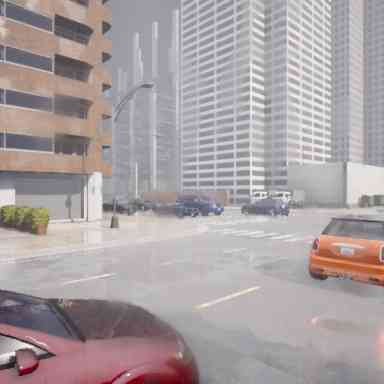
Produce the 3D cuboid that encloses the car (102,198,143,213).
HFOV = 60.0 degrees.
[{"bbox_3d":[-8.178,1.603,37.372,2.033,1.411,5.357,0,0,-44],"label":"car"}]

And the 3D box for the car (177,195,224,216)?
[{"bbox_3d":[0.644,1.278,33.280,2.150,2.045,5.566,0,0,-44],"label":"car"}]

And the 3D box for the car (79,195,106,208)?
[{"bbox_3d":[-14.786,1.407,49.307,2.097,1.767,4.553,0,0,-44],"label":"car"}]

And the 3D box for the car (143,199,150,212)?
[{"bbox_3d":[-6.074,1.560,40.233,1.837,1.490,4.892,0,0,-44],"label":"car"}]

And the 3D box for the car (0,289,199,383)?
[{"bbox_3d":[-1.983,1.564,2.790,4.181,1.385,1.994,0,0,-35],"label":"car"}]

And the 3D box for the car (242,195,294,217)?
[{"bbox_3d":[6.939,1.408,31.928,2.097,1.767,4.553,0,0,-41],"label":"car"}]

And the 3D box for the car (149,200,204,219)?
[{"bbox_3d":[-1.469,1.656,30.428,1.895,1.301,4.718,0,0,-44],"label":"car"}]

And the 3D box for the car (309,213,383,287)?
[{"bbox_3d":[5.059,1.352,8.910,4.553,1.767,2.097,0,0,-43],"label":"car"}]
